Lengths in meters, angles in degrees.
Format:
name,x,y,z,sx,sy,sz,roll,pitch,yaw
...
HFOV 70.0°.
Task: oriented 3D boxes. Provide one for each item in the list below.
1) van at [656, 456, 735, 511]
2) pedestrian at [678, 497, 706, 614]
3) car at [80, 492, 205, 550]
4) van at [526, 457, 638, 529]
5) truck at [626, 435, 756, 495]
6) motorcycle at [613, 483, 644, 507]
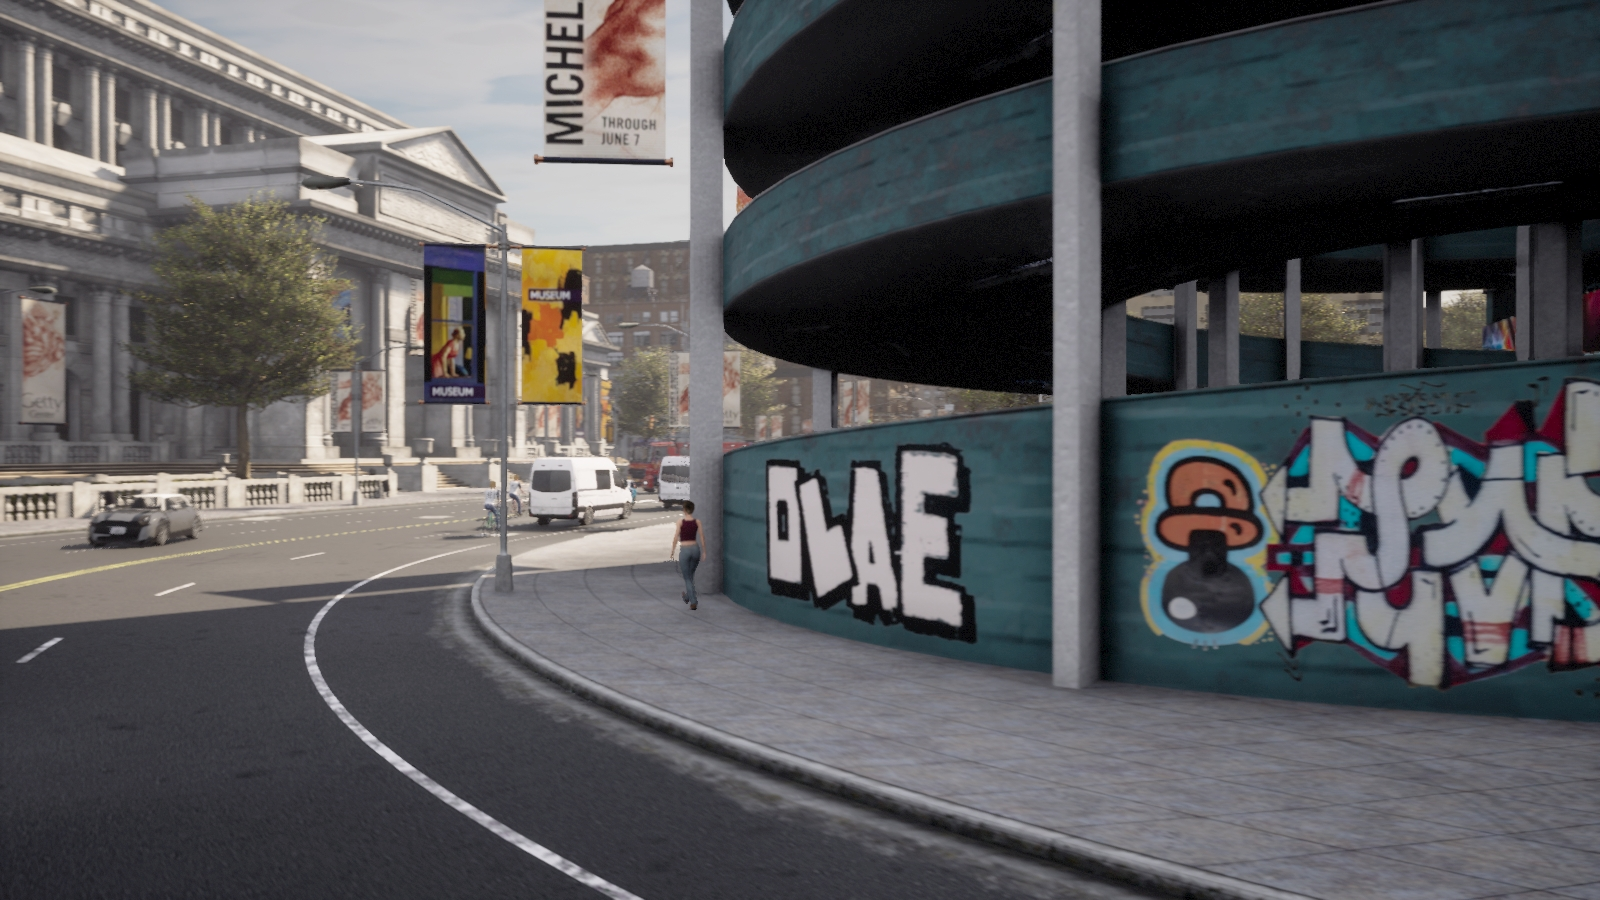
name,x,y,z,sx,sy,sz,roll,pitch,yaw
van,-5.125,1.578,57.099,1.988,2.561,5.915,0,0,15
pedestrian,-1.761,1.710,18.681,0.375,1.860,0.375,0,0,-20
car,-19.632,2.081,34.306,1.970,1.475,3.806,0,0,-8
van,-8.394,1.566,44.588,1.988,2.561,5.915,0,0,14
truck,-7.255,0.948,76.706,8.468,3.827,2.891,0,0,-38
motorcycle,-8.637,2.253,57.508,0.803,1.145,2.033,0,-1,15
